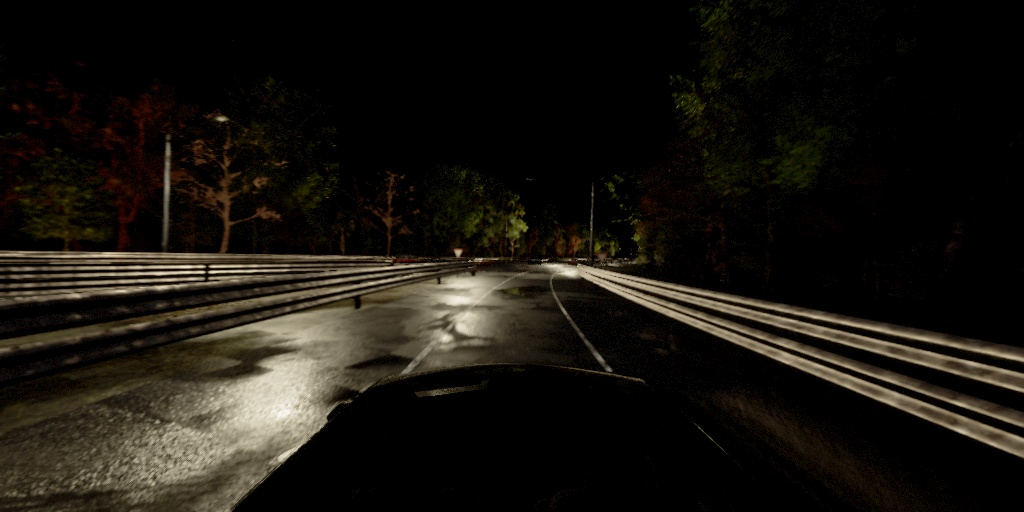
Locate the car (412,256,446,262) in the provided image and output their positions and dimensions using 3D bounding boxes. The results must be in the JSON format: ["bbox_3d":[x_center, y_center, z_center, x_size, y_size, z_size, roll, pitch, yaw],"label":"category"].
[{"bbox_3d":[-7.894,1.007,37.955,1.837,1.490,4.892,2,0,25],"label":"car"}]

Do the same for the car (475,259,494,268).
[{"bbox_3d":[-4.394,1.150,53.990,1.895,1.301,4.718,2,0,25],"label":"car"}]

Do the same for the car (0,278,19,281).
[{"bbox_3d":[-20.004,0.678,11.535,2.128,1.511,4.902,2,0,25],"label":"car"}]

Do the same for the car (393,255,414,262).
[{"bbox_3d":[-12.602,0.662,44.459,2.097,1.767,4.553,2,0,25],"label":"car"}]
